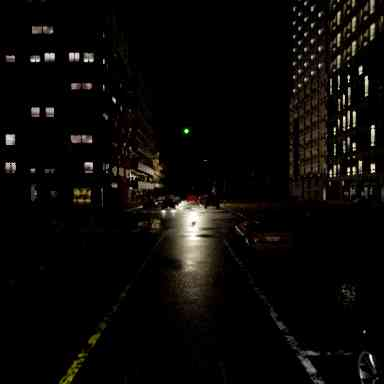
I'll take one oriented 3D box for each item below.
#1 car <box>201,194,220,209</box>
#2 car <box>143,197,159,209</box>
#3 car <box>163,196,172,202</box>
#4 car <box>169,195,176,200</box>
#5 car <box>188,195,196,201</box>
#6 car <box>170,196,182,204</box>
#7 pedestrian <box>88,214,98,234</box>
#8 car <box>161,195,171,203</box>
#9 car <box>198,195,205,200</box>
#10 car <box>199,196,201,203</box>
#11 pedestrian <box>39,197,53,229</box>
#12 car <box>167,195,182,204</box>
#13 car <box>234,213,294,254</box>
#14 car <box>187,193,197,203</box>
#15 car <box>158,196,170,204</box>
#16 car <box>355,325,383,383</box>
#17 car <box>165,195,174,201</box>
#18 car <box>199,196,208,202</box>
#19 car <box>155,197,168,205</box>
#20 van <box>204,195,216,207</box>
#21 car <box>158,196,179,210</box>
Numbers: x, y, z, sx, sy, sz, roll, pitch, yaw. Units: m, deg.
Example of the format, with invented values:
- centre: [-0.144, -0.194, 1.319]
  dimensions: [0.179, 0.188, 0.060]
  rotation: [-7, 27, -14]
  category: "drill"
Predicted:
- centre: [2.696, 1.339, 45.620]
  dimensions: [2.192, 1.841, 5.009]
  rotation: [0, 0, 0]
  category: "car"
- centre: [-5.683, 1.575, 45.621]
  dimensions: [2.008, 1.369, 4.403]
  rotation: [0, 0, 0]
  category: "car"
- centre: [-5.677, 1.661, 78.781]
  dimensions: [1.802, 1.307, 4.206]
  rotation: [0, 0, 0]
  category: "car"
- centre: [-5.673, 1.640, 95.191]
  dimensions: [1.752, 1.417, 4.829]
  rotation: [0, 0, 0]
  category: "car"
- centre: [0.019, 1.545, 84.814]
  dimensions: [2.033, 1.411, 5.357]
  rotation: [0, 0, 0]
  category: "car"
- centre: [-3.031, 1.544, 64.850]
  dimensions: [2.128, 1.511, 4.902]
  rotation: [0, 0, 0]
  category: "car"
- centre: [-5.241, 1.678, 17.580]
  dimensions: [0.500, 1.100, 0.500]
  rotation: [0, 0, 0]
  category: "pedestrian"
- centre: [-5.678, 1.509, 73.255]
  dimensions: [1.967, 1.590, 4.097]
  rotation: [0, 0, 0]
  category: "car"
- centre: [2.708, 1.641, 95.529]
  dimensions: [1.752, 1.417, 4.829]
  rotation: [0, 0, 0]
  category: "car"
- centre: [2.700, 1.373, 67.725]
  dimensions: [2.192, 1.841, 5.009]
  rotation: [0, 0, 0]
  category: "car"
- centre: [-8.157, 1.146, 18.575]
  dimensions: [0.375, 1.860, 0.375]
  rotation: [0, 0, 0]
  category: "pedestrian"
- centre: [-3.076, 1.583, 54.657]
  dimensions: [2.033, 1.411, 5.357]
  rotation: [0, 0, 0]
  category: "car"
- centre: [2.689, 1.527, 13.377]
  dimensions: [1.752, 1.417, 4.829]
  rotation: [0, 0, 0]
  category: "car"
- centre: [0.016, 1.296, 74.427]
  dimensions: [2.150, 2.045, 5.566]
  rotation: [0, 0, 0]
  category: "car"
- centre: [-5.679, 1.603, 67.727]
  dimensions: [1.887, 1.381, 4.507]
  rotation: [0, 0, 0]
  category: "car"
- centre: [2.687, 1.566, 1.942]
  dimensions: [1.947, 1.339, 4.313]
  rotation: [0, 0, 0]
  category: "car"
- centre: [-5.676, 1.531, 84.308]
  dimensions: [1.967, 1.590, 4.097]
  rotation: [0, 0, 0]
  category: "car"
- centre: [2.703, 1.624, 78.779]
  dimensions: [1.887, 1.381, 4.507]
  rotation: [0, 0, 0]
  category: "car"
- centre: [-5.680, 1.599, 62.201]
  dimensions: [2.008, 1.369, 4.403]
  rotation: [0, 0, 0]
  category: "car"
- centre: [2.697, 1.372, 51.146]
  dimensions: [1.690, 1.788, 3.998]
  rotation: [0, 0, 0]
  category: "van"
- centre: [-3.112, 1.571, 44.529]
  dimensions: [2.033, 1.411, 5.357]
  rotation: [0, 0, -4]
  category: "car"
